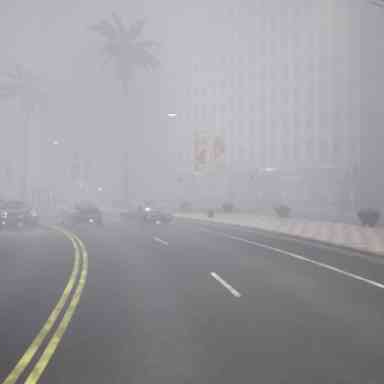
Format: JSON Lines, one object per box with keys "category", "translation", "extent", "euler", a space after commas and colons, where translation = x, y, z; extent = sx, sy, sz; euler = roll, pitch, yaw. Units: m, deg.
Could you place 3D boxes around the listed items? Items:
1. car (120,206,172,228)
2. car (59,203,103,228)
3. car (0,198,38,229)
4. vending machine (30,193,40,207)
{"category": "car", "translation": [-3.200, 1.541, 22.085], "extent": [1.895, 1.301, 4.718], "euler": [0, 0, -31]}
{"category": "car", "translation": [-7.438, 1.469, 22.128], "extent": [1.837, 1.490, 4.892], "euler": [0, 0, -34]}
{"category": "car", "translation": [-11.517, 1.342, 21.442], "extent": [2.097, 1.767, 4.553], "euler": [-1, 0, -39]}
{"category": "vending machine", "translation": [-24.089, 1.153, 50.954], "extent": [0.880, 2.100, 1.100], "euler": [0, 0, 37]}
